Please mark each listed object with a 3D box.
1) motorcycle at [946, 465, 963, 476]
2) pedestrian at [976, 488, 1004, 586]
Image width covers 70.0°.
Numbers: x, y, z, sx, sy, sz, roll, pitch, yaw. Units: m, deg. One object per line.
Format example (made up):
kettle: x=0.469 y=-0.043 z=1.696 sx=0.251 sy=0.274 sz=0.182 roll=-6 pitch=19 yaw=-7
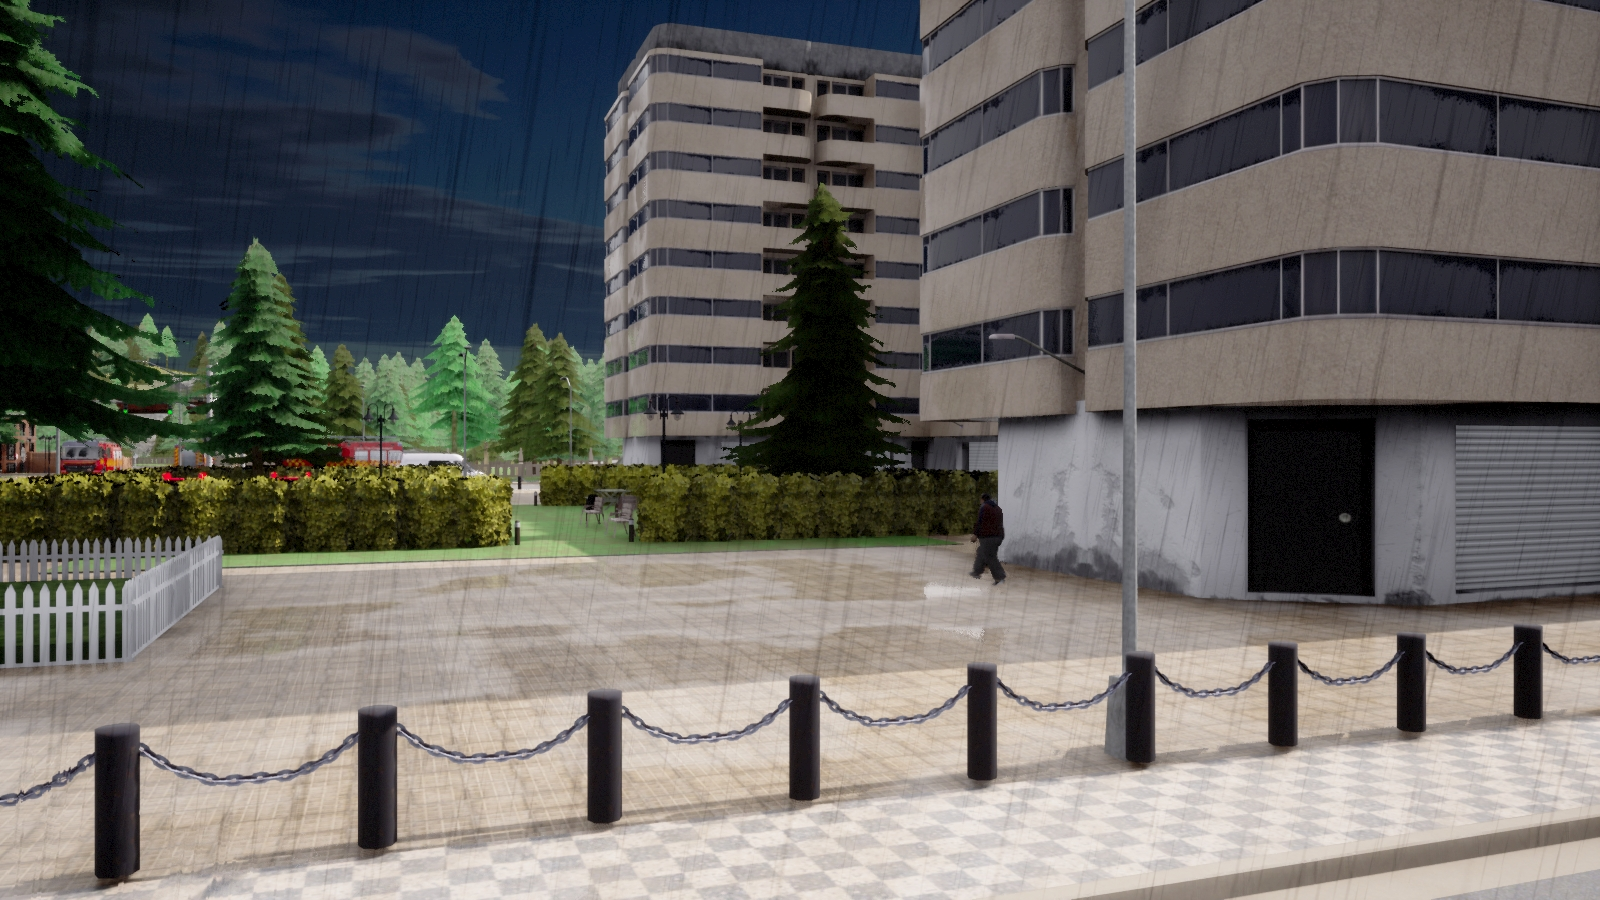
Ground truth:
motorcycle: x=16.084 y=2.131 z=119.009 sx=0.803 sy=1.199 sz=2.033 roll=0 pitch=0 yaw=-20
pedestrian: x=3.678 y=1.675 z=22.088 sx=0.375 sy=1.860 sz=0.375 roll=0 pitch=0 yaw=-43
